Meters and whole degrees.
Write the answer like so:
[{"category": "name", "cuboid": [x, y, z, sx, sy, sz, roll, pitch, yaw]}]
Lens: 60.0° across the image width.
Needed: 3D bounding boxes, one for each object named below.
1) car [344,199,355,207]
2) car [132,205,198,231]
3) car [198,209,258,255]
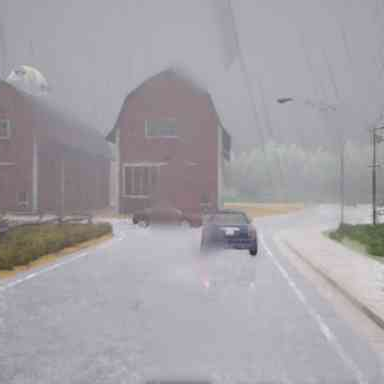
[{"category": "car", "cuboid": [31.705, 2.193, 66.901, 2.128, 1.511, 4.902, 0, 0, 23]}, {"category": "car", "cuboid": [-1.572, 1.674, 22.319, 5.008, 1.535, 1.882, 0, 0, 20]}, {"category": "car", "cuboid": [1.514, 1.501, 14.146, 2.097, 1.767, 4.553, 0, -1, 4]}]
